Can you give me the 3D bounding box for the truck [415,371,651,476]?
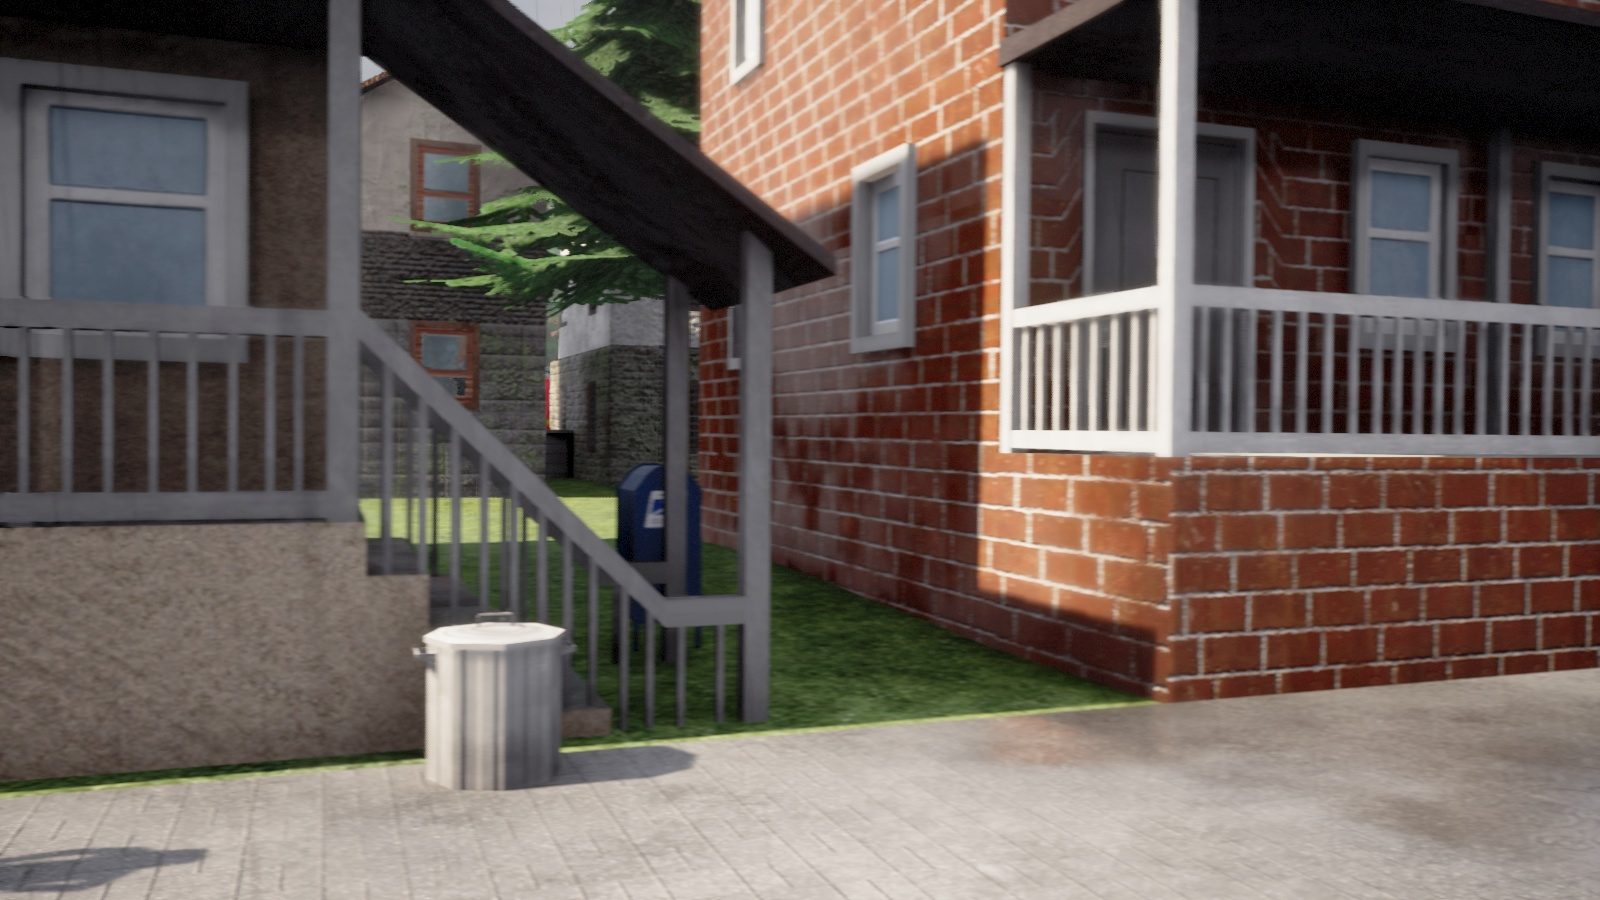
[{"bbox_3d":[-10.261,-1.049,48.323,8.468,3.827,2.891,-1,1,-21],"label":"truck"}]
